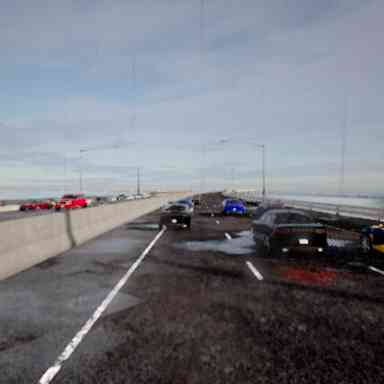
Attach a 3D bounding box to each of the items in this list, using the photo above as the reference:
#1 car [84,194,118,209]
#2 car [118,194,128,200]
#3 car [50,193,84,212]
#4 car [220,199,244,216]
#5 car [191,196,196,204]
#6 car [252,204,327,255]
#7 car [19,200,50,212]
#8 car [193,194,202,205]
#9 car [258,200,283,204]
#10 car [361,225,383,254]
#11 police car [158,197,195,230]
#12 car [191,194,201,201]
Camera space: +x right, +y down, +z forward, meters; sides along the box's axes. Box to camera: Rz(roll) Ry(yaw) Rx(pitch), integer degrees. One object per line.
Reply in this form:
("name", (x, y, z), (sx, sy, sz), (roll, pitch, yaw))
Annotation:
("car", (-10.298, 1.274, 37.997), (2.097, 1.767, 4.553), (0, 0, 1))
("car", (-16.355, 1.169, 77.927), (1.882, 1.535, 5.008), (0, 0, 2))
("car", (-13.793, 1.142, 38.282), (2.150, 2.045, 5.566), (0, 0, 1))
("car", (3.816, 1.413, 32.203), (1.882, 1.535, 5.008), (0, 0, 1))
("car", (-0.858, 1.417, 30.768), (1.882, 1.535, 5.008), (0, 0, 1))
("car", (3.646, 1.453, 13.279), (1.882, 1.535, 5.008), (0, 0, 0))
("car", (-17.314, 1.526, 37.143), (1.895, 1.301, 4.718), (0, 0, 1))
("car", (0.584, 1.367, 55.436), (2.128, 1.511, 4.902), (0, 0, 1))
("car", (7.296, 1.430, 30.618), (2.128, 1.511, 4.902), (0, 0, 1))
("car", (7.131, 1.459, 10.264), (1.882, 1.535, 5.008), (0, 0, 0))
("police car", (-0.957, 1.386, 20.893), (1.930, 1.638, 5.238), (0, 0, 0))
("car", (0.988, 1.168, 72.580), (2.128, 1.511, 4.902), (0, 0, 2))
